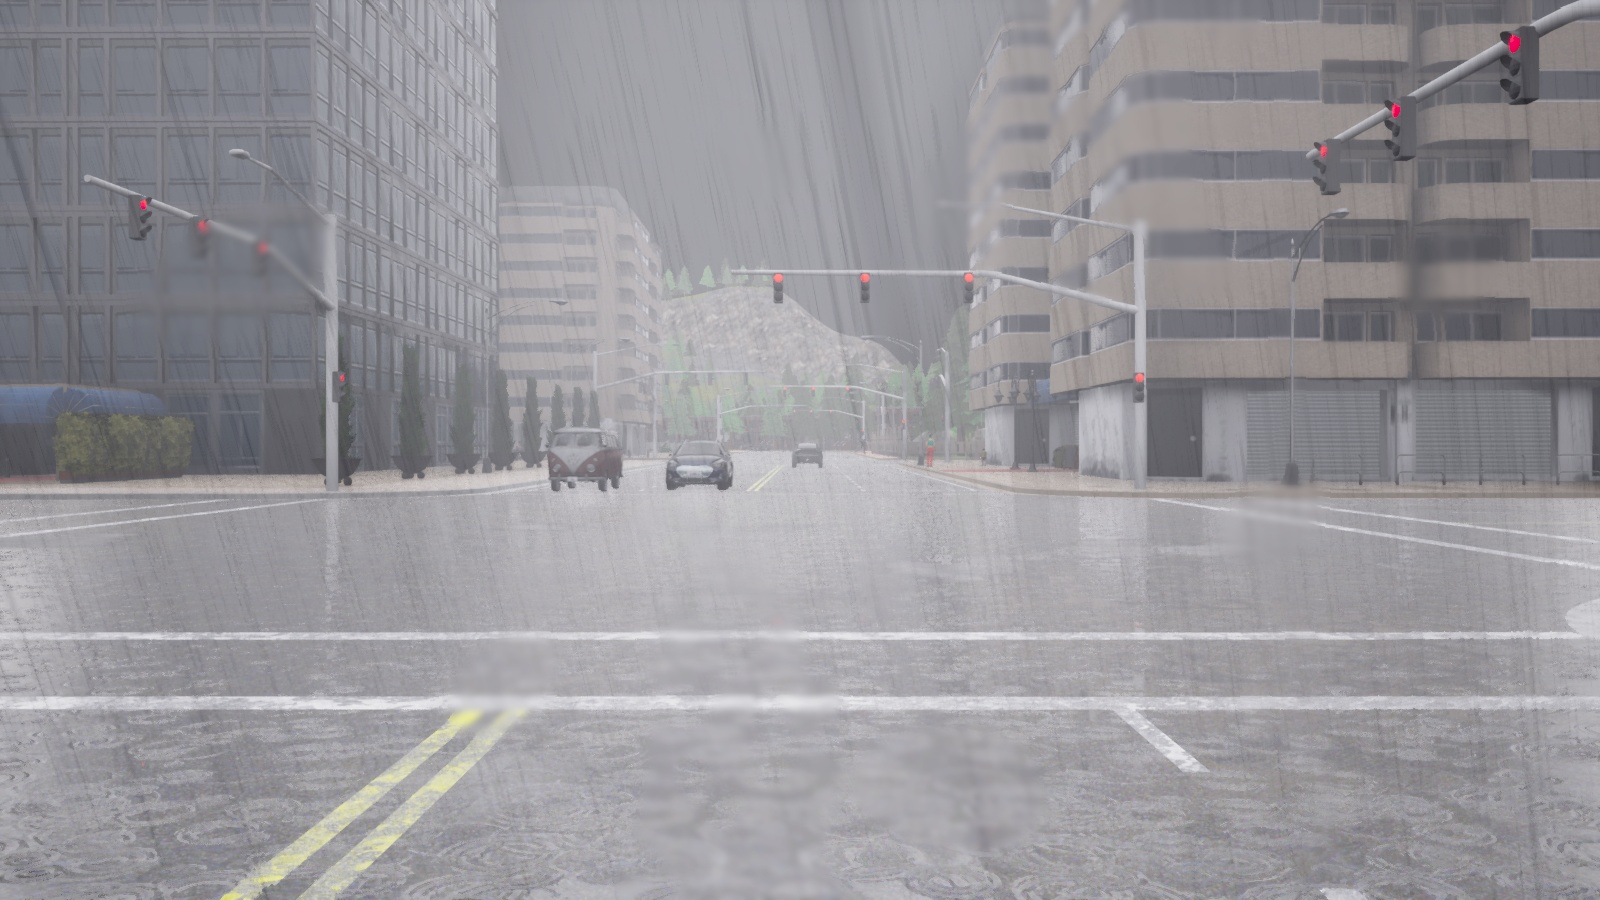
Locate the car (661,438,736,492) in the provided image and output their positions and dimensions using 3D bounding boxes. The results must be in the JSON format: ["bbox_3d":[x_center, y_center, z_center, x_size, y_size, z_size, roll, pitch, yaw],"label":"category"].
[{"bbox_3d":[-3.249,0.442,41.096,2.033,1.649,4.856,0,0,0],"label":"car"}]

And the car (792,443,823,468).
[{"bbox_3d":[0.453,0.319,76.675,1.837,1.490,4.892,0,0,0],"label":"car"}]

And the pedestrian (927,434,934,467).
[{"bbox_3d":[7.196,0.016,69.336,0.345,1.836,0.594,0,0,4],"label":"pedestrian"}]

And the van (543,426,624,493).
[{"bbox_3d":[-6.758,0.271,39.607,1.775,1.987,4.442,0,0,0],"label":"van"}]
